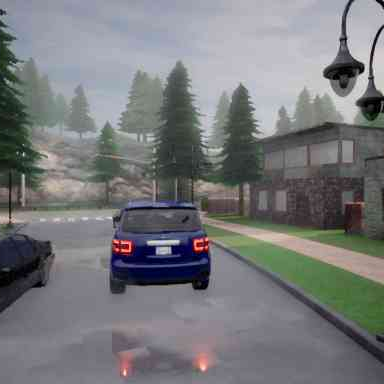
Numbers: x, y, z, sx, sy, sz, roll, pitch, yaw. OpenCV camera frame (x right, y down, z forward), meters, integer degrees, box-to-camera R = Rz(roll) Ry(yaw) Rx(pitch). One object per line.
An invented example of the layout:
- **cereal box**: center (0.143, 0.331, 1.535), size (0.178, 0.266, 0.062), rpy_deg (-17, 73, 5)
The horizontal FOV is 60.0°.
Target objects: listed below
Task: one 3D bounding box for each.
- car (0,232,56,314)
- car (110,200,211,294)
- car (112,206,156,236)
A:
- **car**: center (-4.207, 1.547, 6.483), size (2.033, 1.411, 5.357), rpy_deg (0, 0, -8)
- **car**: center (-0.977, 1.221, 9.049), size (2.150, 2.045, 5.566), rpy_deg (0, 0, -9)
- **car**: center (-3.535, 1.601, 19.482), size (1.895, 1.301, 4.718), rpy_deg (0, 0, -18)
